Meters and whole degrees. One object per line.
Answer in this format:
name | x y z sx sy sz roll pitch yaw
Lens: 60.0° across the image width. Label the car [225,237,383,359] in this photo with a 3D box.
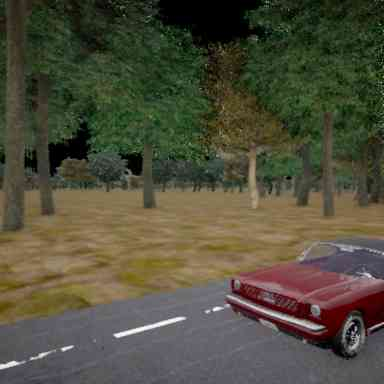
car | 2.891 1.582 6.058 4.718 1.301 1.895 0 0 -36
